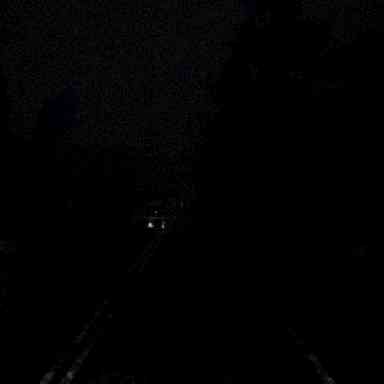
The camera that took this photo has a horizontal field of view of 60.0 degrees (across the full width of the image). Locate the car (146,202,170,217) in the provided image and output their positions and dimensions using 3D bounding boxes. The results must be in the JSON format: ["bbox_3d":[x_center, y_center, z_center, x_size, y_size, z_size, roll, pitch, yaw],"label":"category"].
[{"bbox_3d":[-3.289,1.682,32.703,1.994,1.385,4.181,0,0,1],"label":"car"}]

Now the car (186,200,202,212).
[{"bbox_3d":[0.222,1.727,42.127,2.033,1.411,5.357,0,0,1],"label":"car"}]
